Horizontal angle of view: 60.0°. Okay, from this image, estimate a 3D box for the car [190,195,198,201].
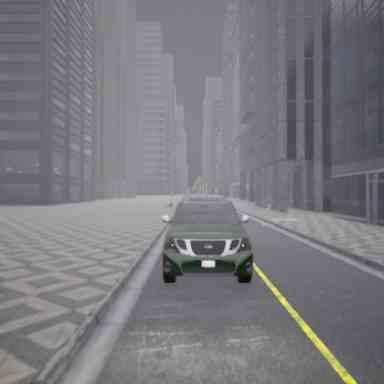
[{"bbox_3d":[0.506,1.362,78.502,1.812,1.442,4.674,0,0,0],"label":"car"}]

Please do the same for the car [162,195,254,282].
[{"bbox_3d":[0.384,1.198,10.002,2.150,2.045,5.566,0,0,1],"label":"car"}]
